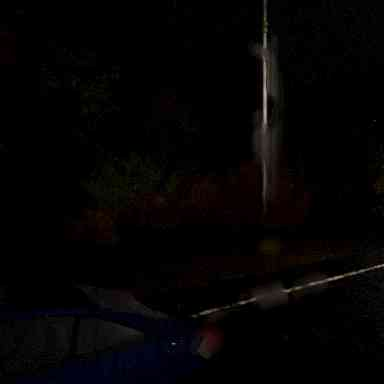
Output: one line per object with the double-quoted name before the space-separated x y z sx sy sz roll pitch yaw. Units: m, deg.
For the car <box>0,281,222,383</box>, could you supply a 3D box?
"car" -1.773 1.564 2.727 4.181 1.385 1.994 0 0 -36
